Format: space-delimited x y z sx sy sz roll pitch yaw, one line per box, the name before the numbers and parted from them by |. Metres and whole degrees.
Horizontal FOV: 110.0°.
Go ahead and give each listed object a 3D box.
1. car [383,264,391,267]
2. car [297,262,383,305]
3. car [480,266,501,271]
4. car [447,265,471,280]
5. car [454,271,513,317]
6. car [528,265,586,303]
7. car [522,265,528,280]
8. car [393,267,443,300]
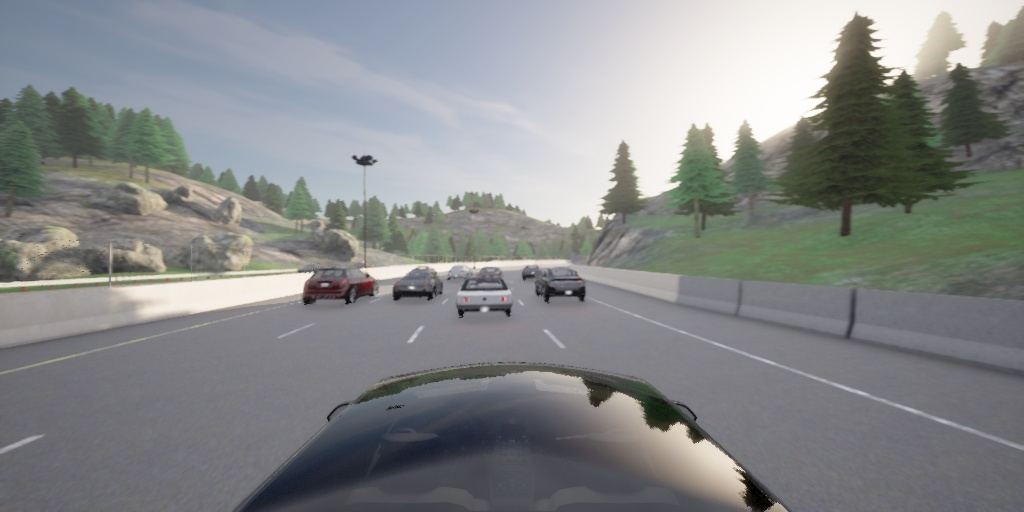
car | -18.168 1.816 49.790 1.812 1.442 4.674 -1 0 6
car | -8.295 1.305 17.771 2.097 1.767 4.553 -1 -1 -3
car | -1.635 1.502 27.496 2.033 1.411 5.357 -1 0 0
car | -5.002 1.568 34.776 1.812 1.442 4.674 -1 0 2
car | -1.042 1.450 13.787 1.895 1.301 4.718 -1 0 -4
car | 2.230 1.332 17.419 2.128 1.511 4.902 -1 0 -3
car | 2.014 1.536 35.089 1.994 1.385 4.181 -1 0 2
car | -4.862 1.491 19.000 1.994 1.385 4.181 -1 0 -3
